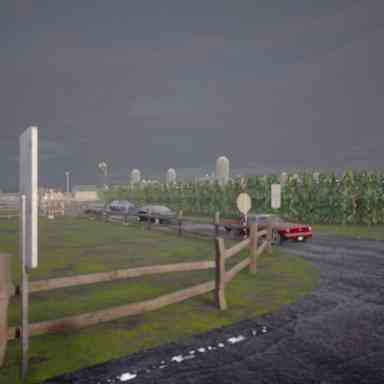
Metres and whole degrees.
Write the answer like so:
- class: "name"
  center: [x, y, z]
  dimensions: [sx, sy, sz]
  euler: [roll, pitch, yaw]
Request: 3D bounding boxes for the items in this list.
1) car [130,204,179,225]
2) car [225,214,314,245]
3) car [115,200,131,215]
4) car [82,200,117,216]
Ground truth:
- class: "car"
  center: [-2.746, 1.755, 26.463]
  dimensions: [1.882, 1.535, 5.008]
  euler: [0, 0, -35]
- class: "car"
  center: [3.740, 1.784, 16.800]
  dimensions: [1.895, 1.301, 4.718]
  euler: [0, 0, -31]
- class: "car"
  center: [-8.776, 1.753, 40.026]
  dimensions: [2.097, 1.767, 4.553]
  euler: [0, -1, -35]
- class: "car"
  center: [-10.865, 1.942, 37.883]
  dimensions: [2.033, 1.411, 5.357]
  euler: [0, -1, -36]
